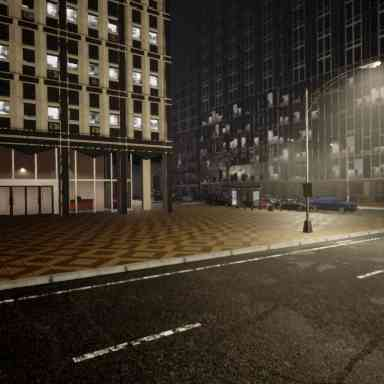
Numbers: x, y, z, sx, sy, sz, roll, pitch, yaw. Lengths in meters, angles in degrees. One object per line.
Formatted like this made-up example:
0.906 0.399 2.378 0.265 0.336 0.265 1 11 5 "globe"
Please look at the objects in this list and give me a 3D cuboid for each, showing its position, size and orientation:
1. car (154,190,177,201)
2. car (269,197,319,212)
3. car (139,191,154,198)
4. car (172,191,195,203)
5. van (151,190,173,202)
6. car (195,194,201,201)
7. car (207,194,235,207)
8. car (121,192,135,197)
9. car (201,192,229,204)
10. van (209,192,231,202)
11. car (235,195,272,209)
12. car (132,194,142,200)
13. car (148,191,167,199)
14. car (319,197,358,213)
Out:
-5.568 0.640 69.434 2.150 2.045 5.566 -1 1 -35 "car"
10.771 1.424 35.301 1.947 1.339 4.313 0 1 -35 "car"
-11.236 0.686 82.251 1.967 1.590 4.097 0 1 -35 "car"
-1.933 1.098 58.620 1.812 1.442 4.674 -1 1 -34 "car"
-5.242 0.937 58.775 1.690 1.788 3.998 0 1 -35 "van"
1.660 1.043 63.530 1.802 1.307 4.206 0 1 -35 "car"
4.385 1.319 44.707 1.947 1.339 4.313 0 1 -35 "car"
-17.684 0.688 91.614 2.008 1.369 4.403 0 1 -35 "car"
3.868 1.020 50.115 2.097 1.767 4.553 -1 1 -34 "car"
4.883 0.855 58.846 1.690 1.788 3.998 0 1 -35 "van"
7.561 1.388 39.994 1.802 1.307 4.206 0 1 -35 "car"
-11.690 1.039 68.139 2.008 1.369 4.403 0 1 -35 "car"
-8.012 0.614 77.569 2.192 1.841 5.009 0 1 -35 "car"
14.567 1.317 34.568 1.882 1.535 5.008 -1 1 -35 "car"
